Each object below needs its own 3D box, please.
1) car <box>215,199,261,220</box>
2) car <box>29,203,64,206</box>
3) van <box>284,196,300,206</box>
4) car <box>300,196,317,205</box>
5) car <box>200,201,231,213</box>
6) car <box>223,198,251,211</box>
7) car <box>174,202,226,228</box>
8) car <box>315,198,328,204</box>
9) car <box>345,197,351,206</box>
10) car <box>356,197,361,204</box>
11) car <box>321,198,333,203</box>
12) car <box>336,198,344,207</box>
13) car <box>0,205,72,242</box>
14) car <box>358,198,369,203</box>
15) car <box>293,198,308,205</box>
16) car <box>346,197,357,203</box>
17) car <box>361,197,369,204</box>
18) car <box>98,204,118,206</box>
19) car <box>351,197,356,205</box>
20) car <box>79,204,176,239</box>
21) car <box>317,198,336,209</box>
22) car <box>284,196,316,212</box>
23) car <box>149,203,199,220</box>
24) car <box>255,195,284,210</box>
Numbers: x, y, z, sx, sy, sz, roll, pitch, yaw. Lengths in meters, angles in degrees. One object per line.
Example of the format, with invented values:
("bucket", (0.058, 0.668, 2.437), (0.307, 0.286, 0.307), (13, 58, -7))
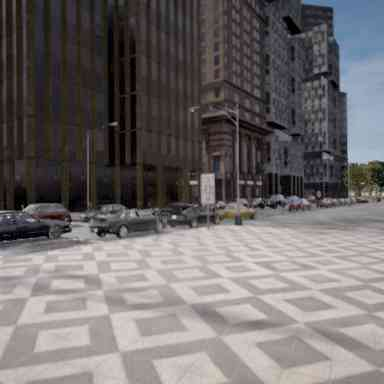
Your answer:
("car", (3.475, 1.524, 26.265), (1.752, 1.417, 4.829), (-1, -1, 35))
("car", (-10.083, 1.496, 21.726), (1.967, 1.590, 4.097), (-1, -1, 35))
("van", (19.098, 1.707, 63.580), (1.690, 1.788, 3.998), (-1, -1, 35))
("car", (25.582, 1.777, 72.880), (2.192, 1.841, 5.009), (-1, -1, 35))
("car", (2.888, 1.744, 40.326), (1.802, 1.307, 4.206), (-1, -1, 35))
("car", (6.128, 1.638, 44.976), (1.967, 1.590, 4.097), (-1, -1, 35))
("car", (0.136, 1.539, 21.476), (1.947, 1.339, 4.313), (-1, -1, 35))
("car", (32.070, 2.140, 82.176), (1.947, 1.339, 4.313), (-2, -1, 35))
("car", (26.076, 1.813, 58.676), (2.008, 1.369, 4.403), (-1, -1, 35))
("car", (32.560, 1.909, 67.976), (2.008, 1.369, 4.403), (-2, -1, 35))
("car", (35.313, 2.184, 86.826), (2.008, 1.369, 4.403), (-2, -1, 35))
("car", (22.833, 1.769, 54.027), (2.008, 1.369, 4.403), (-1, -1, 35))
("car", (-8.039, 1.519, 14.567), (2.033, 1.411, 5.357), (-1, -1, 35))
("car", (42.288, 2.096, 81.926), (1.947, 1.339, 4.313), (-2, -2, 35))
("car", (22.343, 1.994, 68.225), (1.802, 1.307, 4.206), (-1, -1, 35))
("car", (40.495, 2.094, 84.172), (1.812, 1.442, 4.674), (-1, -1, 35))
("car", (39.045, 2.014, 77.277), (1.887, 1.381, 4.507), (-2, -2, 35))
("car", (-6.839, 1.627, 26.376), (2.008, 1.369, 4.403), (-1, -1, 35))
("car", (29.318, 1.890, 63.326), (1.802, 1.307, 4.206), (-1, -1, 35))
("car", (-3.107, 1.502, 16.825), (2.008, 1.369, 4.403), (-1, -1, 35))
("car", (19.590, 1.758, 49.375), (1.802, 1.307, 4.206), (-1, -1, 35))
("car", (13.103, 1.535, 40.077), (1.967, 1.590, 4.097), (-1, -1, 35))
("car", (-1.464, 1.669, 29.423), (1.895, 1.301, 4.718), (-1, -1, 35))
("car", (11.700, 1.414, 48.136), (2.150, 2.045, 5.566), (-1, -1, 35))
